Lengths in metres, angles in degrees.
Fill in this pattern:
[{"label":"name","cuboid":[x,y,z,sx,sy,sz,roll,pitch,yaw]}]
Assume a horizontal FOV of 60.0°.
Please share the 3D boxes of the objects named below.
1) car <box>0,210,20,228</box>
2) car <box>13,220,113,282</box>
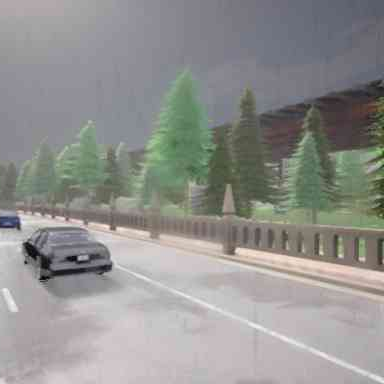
[{"label":"car","cuboid":[-14.694,2.163,26.053,1.882,1.535,5.008,1,-2,-34]},{"label":"car","cuboid":[-4.302,1.848,10.918,2.033,1.411,5.357,1,-2,-34]}]
